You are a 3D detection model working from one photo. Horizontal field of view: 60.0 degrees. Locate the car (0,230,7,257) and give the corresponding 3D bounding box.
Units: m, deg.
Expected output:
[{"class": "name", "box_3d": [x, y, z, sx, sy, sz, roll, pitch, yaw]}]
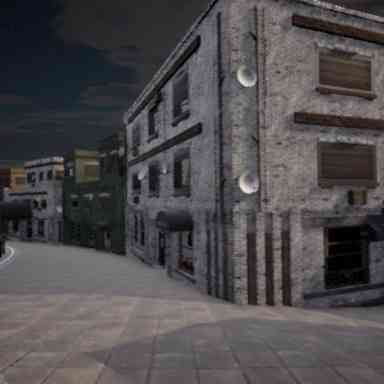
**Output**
[{"class": "car", "box_3d": [-14.889, 3.671, 24.158, 2.150, 2.045, 5.566, 0, -5, -26]}]
